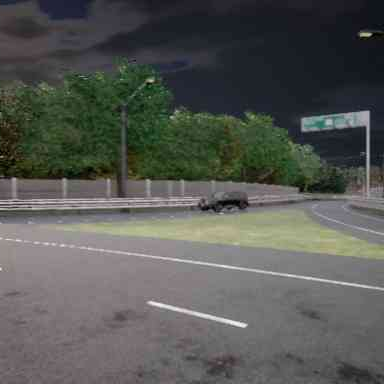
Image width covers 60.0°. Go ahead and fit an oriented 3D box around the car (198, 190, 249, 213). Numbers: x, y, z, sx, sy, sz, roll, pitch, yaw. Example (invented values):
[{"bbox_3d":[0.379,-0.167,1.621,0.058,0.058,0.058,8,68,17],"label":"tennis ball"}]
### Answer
[{"bbox_3d":[3.152,0.874,32.406,5.566,2.045,2.150,0,1,-38],"label":"car"}]
